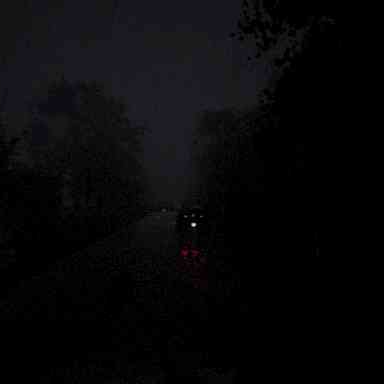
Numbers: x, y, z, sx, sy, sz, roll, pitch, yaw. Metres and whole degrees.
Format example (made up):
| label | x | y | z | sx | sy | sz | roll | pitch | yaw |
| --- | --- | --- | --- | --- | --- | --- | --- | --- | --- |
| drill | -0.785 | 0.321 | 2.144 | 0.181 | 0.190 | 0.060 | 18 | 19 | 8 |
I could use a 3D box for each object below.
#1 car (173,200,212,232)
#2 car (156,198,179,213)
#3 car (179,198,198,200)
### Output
| label | x | y | z | sx | sy | sz | roll | pitch | yaw |
| --- | --- | --- | --- | --- | --- | --- | --- | --- | --- |
| car | 0.083 | 1.406 | 19.320 | 1.837 | 1.490 | 4.892 | 0 | 0 | 0 |
| car | -2.927 | 1.520 | 37.472 | 2.033 | 1.411 | 5.357 | 0 | 0 | 0 |
| car | 0.026 | 1.452 | 36.102 | 2.128 | 1.511 | 4.902 | 0 | 0 | 0 |
